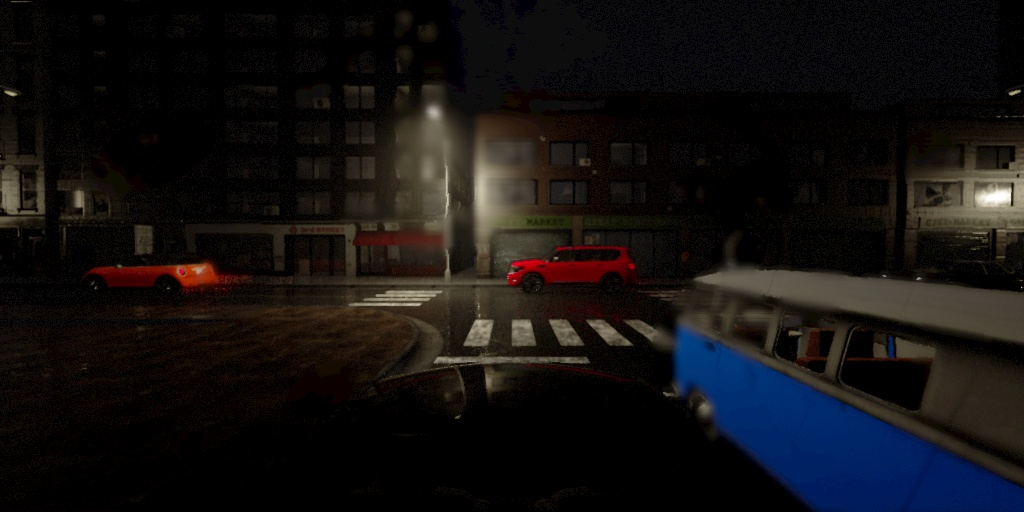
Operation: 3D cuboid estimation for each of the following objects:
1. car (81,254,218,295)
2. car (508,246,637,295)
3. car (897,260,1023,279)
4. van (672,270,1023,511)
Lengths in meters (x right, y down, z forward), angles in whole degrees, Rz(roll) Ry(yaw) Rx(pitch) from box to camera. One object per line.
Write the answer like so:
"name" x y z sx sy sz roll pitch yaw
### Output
"car" -16.017 0.708 15.961 4.553 1.767 2.097 0 1 0
"car" 2.622 0.580 15.895 5.566 2.045 2.150 0 1 0
"car" 19.769 0.897 15.861 5.357 1.411 2.033 0 1 0
"van" 2.638 1.069 2.509 1.690 1.789 3.998 0 0 0
